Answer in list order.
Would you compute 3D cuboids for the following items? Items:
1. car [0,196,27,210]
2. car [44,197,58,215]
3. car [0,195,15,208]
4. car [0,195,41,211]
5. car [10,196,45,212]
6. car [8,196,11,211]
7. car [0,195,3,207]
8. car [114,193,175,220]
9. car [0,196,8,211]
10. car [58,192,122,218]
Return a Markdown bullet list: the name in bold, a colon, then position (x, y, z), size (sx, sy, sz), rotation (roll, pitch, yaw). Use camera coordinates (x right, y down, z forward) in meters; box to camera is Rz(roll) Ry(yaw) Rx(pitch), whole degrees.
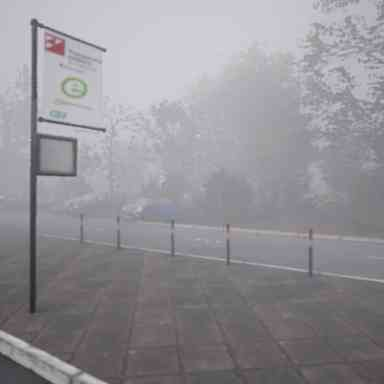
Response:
- **car**: position (-21.749, 1.191, 37.930), size (2.163, 1.488, 4.792), rotation (0, 0, 35)
- **car**: position (-10.147, 1.256, 29.885), size (2.231, 1.521, 4.892), rotation (0, 0, 35)
- **car**: position (-24.187, 1.140, 39.586), size (2.097, 1.535, 5.008), rotation (0, 0, 35)
- **car**: position (-19.445, 1.180, 36.296), size (2.097, 1.535, 5.008), rotation (0, 0, 35)
- **car**: position (-14.799, 1.220, 33.085), size (2.231, 1.521, 4.892), rotation (0, 0, 35)
- **car**: position (-17.123, 1.200, 34.690), size (2.097, 1.535, 5.008), rotation (1, 0, 35)
- **car**: position (-26.515, 1.121, 41.184), size (2.097, 1.535, 5.008), rotation (0, 0, 35)
- **car**: position (-3.211, 1.169, 25.004), size (2.185, 1.767, 4.553), rotation (1, 1, 35)
- **car**: position (-12.598, 1.039, 16.251), size (2.435, 2.045, 5.566), rotation (0, 0, 35)
- **car**: position (-7.944, 1.020, 28.320), size (2.435, 2.045, 5.566), rotation (0, 0, 35)
